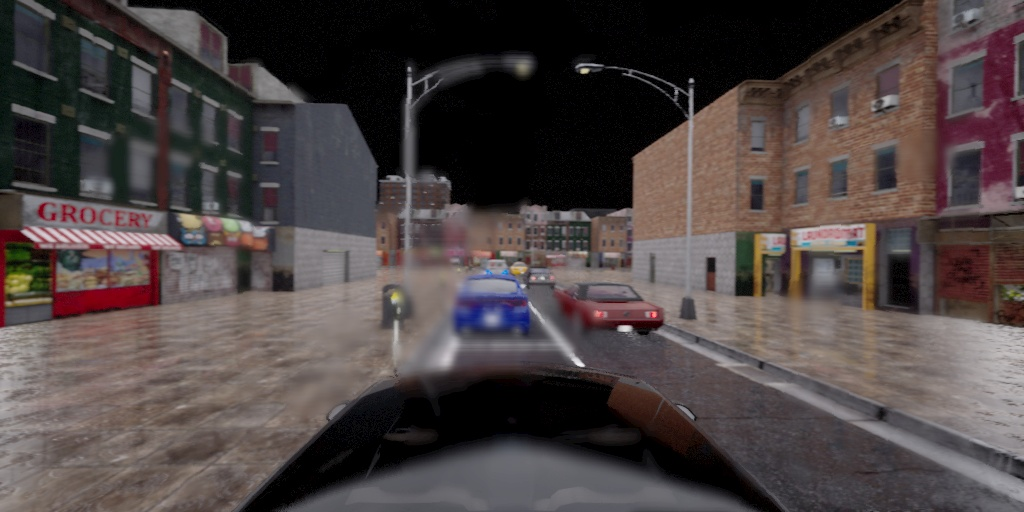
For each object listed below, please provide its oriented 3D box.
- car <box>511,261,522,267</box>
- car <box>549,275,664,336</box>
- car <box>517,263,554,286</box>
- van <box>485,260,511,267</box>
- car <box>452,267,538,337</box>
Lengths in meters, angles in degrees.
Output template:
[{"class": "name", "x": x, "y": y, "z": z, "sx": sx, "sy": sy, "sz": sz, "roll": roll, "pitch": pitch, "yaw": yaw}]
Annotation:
[{"class": "car", "x": 0.784, "y": 1.377, "z": 39.107, "sx": 1.801, "sy": 1.575, "sz": 5.366, "roll": 1, "pitch": 0, "yaw": -3}, {"class": "car", "x": 2.527, "y": 1.412, "z": 10.617, "sx": 1.895, "sy": 1.301, "sz": 4.718, "roll": 1, "pitch": 0, "yaw": -3}, {"class": "car", "x": 1.748, "y": 1.408, "z": 24.115, "sx": 2.033, "sy": 1.411, "sz": 5.357, "roll": 1, "pitch": 0, "yaw": -3}, {"class": "van", "x": -1.181, "y": 1.185, "z": 27.209, "sx": 1.690, "sy": 1.789, "sz": 3.998, "roll": 0, "pitch": 0, "yaw": -3}, {"class": "car", "x": -0.577, "y": 1.256, "z": 10.371, "sx": 1.882, "sy": 1.535, "sz": 5.008, "roll": 1, "pitch": 0, "yaw": -3}]
